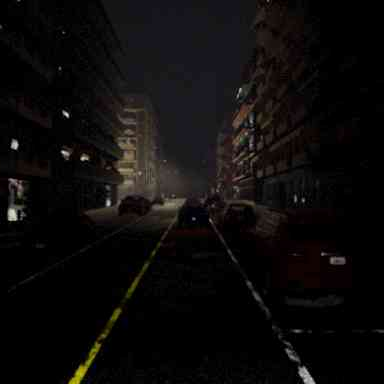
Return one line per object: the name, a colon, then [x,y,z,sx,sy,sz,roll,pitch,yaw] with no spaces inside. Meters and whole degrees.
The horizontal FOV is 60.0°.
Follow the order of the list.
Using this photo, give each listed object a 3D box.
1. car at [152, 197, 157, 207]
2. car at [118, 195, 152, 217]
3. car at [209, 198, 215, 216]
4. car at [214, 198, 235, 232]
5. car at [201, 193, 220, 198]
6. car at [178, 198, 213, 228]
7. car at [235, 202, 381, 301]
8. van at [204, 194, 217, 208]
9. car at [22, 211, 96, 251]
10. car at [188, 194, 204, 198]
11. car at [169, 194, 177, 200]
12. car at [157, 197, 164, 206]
car: [-5.295,1.421,35.933,1.887,1.381,4.507,1,0,0]
car: [-5.289,1.205,30.401,2.192,1.841,5.009,1,0,0]
car: [2.551,1.473,30.347,1.802,1.307,4.206,1,0,0]
car: [2.553,1.364,19.283,1.967,1.590,4.097,1,0,0]
car: [2.557,1.181,41.409,2.192,1.841,5.009,1,0,0]
car: [0.103,1.393,21.673,1.882,1.535,5.008,0,0,0]
car: [2.556,1.280,8.220,2.192,1.841,5.009,1,0,0]
van: [2.557,1.197,46.940,1.690,1.788,3.998,1,0,0]
car: [-5.296,1.508,13.813,1.947,1.339,4.313,1,0,0]
car: [0.105,1.346,39.723,1.882,1.535,5.008,0,0,0]
car: [-5.291,1.363,90.607,1.947,1.339,4.313,1,0,0]
car: [-5.295,1.430,52.527,1.802,1.307,4.206,1,0,0]
